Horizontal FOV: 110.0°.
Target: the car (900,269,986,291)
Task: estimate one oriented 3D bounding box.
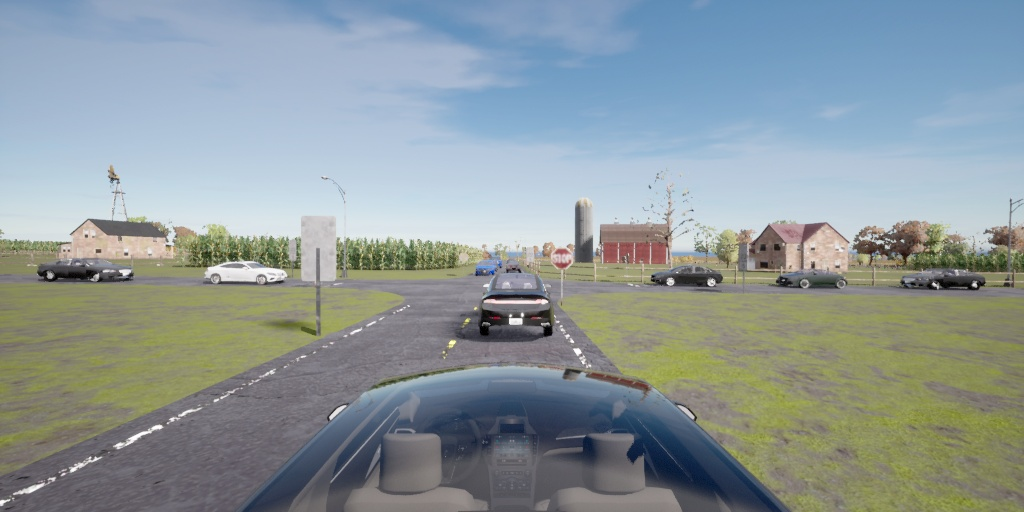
[{"bbox_3d":[31.478,1.688,26.283,4.902,1.511,2.128,1,1,0],"label":"car"}]

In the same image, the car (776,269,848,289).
[{"bbox_3d":[21.870,1.630,26.258,4.181,1.385,1.994,1,1,0],"label":"car"}]

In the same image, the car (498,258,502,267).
[{"bbox_3d":[-2.827,1.330,49.598,2.033,1.411,5.357,0,0,0],"label":"car"}]

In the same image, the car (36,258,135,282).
[{"bbox_3d":[-27.379,0.881,23.140,4.902,1.511,2.128,1,1,0],"label":"car"}]

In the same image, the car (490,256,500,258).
[{"bbox_3d":[-2.810,1.020,60.315,2.150,2.045,5.566,0,0,0],"label":"car"}]

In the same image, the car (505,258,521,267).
[{"bbox_3d":[0.156,1.325,45.876,2.033,1.411,5.357,0,0,-1],"label":"car"}]

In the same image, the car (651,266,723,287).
[{"bbox_3d":[12.737,1.445,26.273,4.892,1.490,1.837,1,1,1],"label":"car"}]

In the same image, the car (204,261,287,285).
[{"bbox_3d":[-17.136,1.068,23.172,4.674,1.442,1.812,1,1,0],"label":"car"}]

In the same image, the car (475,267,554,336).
[{"bbox_3d":[0.142,1.242,10.388,2.128,1.511,4.902,0,0,1],"label":"car"}]

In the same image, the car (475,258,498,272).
[{"bbox_3d":[-2.722,1.245,37.036,1.882,1.535,5.008,0,0,-2],"label":"car"}]
